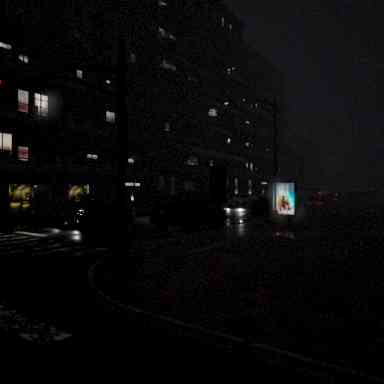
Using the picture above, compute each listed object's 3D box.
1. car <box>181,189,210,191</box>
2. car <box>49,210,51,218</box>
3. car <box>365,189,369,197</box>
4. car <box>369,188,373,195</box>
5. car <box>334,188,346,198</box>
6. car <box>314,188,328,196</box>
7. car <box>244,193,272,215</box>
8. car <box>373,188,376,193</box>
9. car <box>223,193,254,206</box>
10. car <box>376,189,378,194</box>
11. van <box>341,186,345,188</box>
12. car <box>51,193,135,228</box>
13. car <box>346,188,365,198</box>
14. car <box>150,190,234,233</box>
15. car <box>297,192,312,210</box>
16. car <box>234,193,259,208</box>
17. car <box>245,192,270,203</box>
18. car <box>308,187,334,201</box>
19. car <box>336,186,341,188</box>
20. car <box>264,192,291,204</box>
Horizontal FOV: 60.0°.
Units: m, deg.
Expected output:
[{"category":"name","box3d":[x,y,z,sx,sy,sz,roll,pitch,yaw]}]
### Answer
[{"category":"car","box3d":[-0.063,0.764,27.855,2.150,2.045,5.566,0,1,36]},{"category":"car","box3d":[-6.991,1.009,22.464,2.192,1.841,5.009,1,2,35]},{"category":"car","box3d":[31.763,0.098,63.113,1.967,1.590,4.097,1,2,35]},{"category":"car","box3d":[34.949,0.096,67.657,1.887,1.381,4.507,1,2,35]},{"category":"car","box3d":[25.045,0.406,58.080,1.895,1.301,4.718,0,1,35]},{"category":"car","box3d":[28.046,-0.025,72.406,1.967,1.590,4.097,2,2,35]},{"category":"car","box3d":[6.274,1.069,26.789,1.947,1.339,4.313,1,2,35]},{"category":"car","box3d":[38.135,-0.012,72.198,1.887,1.381,4.507,1,2,35]},{"category":"car","box3d":[5.748,0.828,40.630,2.008,1.369,4.403,2,2,35]},{"category":"car","box3d":[44.506,-0.221,81.280,2.008,1.369,4.403,1,2,35]},{"category":"van","box3d":[37.603,-0.446,86.023,1.690,1.788,3.998,2,2,35]},{"category":"car","box3d":[-5.602,1.075,19.968,2.097,1.767,4.553,0,1,35]},{"category":"car","box3d":[28.577,0.309,58.576,1.887,1.381,4.507,1,2,35]},{"category":"car","box3d":[-0.097,1.026,17.701,2.192,1.841,5.009,1,2,35]},{"category":"car","box3d":[9.460,0.964,31.331,1.947,1.339,4.313,1,2,35]},{"category":"car","box3d":[5.587,0.884,35.894,1.812,1.442,4.674,0,1,35]},{"category":"car","box3d":[8.933,0.754,45.170,1.802,1.307,4.206,2,2,35]},{"category":"car","box3d":[18.863,0.233,49.271,2.150,2.045,5.566,0,1,35]},{"category":"car","box3d":[34.417,-0.239,81.486,1.967,1.590,4.097,2,2,35]},{"category":"car","box3d":[11.406,0.731,44.135,1.994,1.385,4.181,0,1,36]}]
